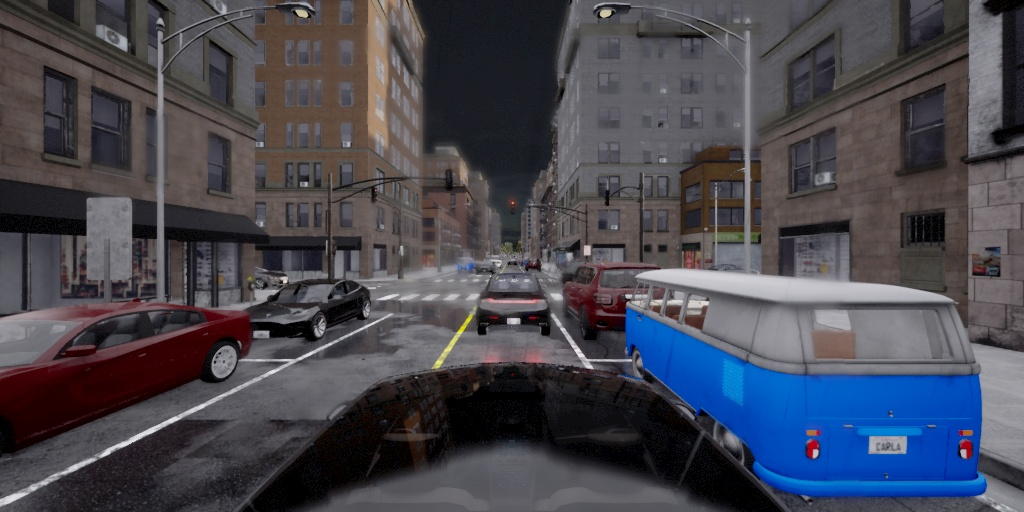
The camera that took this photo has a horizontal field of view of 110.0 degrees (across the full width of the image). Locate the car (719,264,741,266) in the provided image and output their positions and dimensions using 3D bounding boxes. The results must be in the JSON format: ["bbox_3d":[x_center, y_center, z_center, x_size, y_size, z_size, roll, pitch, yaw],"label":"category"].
[{"bbox_3d":[14.683,1.242,24.740,4.181,1.385,1.994,0,0,0],"label":"car"}]

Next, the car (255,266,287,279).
[{"bbox_3d":[-16.220,1.305,21.770,4.902,1.511,2.128,0,0,0],"label":"car"}]

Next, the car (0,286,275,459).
[{"bbox_3d":[-5.380,1.295,4.378,1.888,1.381,4.507,0,0,0],"label":"car"}]

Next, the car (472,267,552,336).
[{"bbox_3d":[0.059,1.241,10.423,2.128,1.511,4.902,0,0,0],"label":"car"}]

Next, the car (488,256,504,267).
[{"bbox_3d":[-2.781,0.959,56.431,2.150,2.045,5.566,0,1,0],"label":"car"}]

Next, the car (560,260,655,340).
[{"bbox_3d":[2.651,1.065,9.880,2.192,1.841,5.009,0,0,0],"label":"car"}]

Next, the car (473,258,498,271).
[{"bbox_3d":[-2.808,1.252,38.964,1.837,1.490,4.892,0,0,0],"label":"car"}]

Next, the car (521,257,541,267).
[{"bbox_3d":[2.757,1.060,47.251,2.192,1.841,5.009,0,0,0],"label":"car"}]

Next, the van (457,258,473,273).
[{"bbox_3d":[-5.361,1.087,41.852,1.690,1.789,3.998,0,0,0],"label":"van"}]

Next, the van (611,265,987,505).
[{"bbox_3d":[2.645,1.091,4.369,1.690,1.789,3.998,0,0,0],"label":"van"}]

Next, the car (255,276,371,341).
[{"bbox_3d":[-5.374,1.316,9.888,1.948,1.339,4.313,0,0,0],"label":"car"}]

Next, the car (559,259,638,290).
[{"bbox_3d":[5.394,1.072,22.315,4.553,1.767,2.097,0,0,20],"label":"car"}]
